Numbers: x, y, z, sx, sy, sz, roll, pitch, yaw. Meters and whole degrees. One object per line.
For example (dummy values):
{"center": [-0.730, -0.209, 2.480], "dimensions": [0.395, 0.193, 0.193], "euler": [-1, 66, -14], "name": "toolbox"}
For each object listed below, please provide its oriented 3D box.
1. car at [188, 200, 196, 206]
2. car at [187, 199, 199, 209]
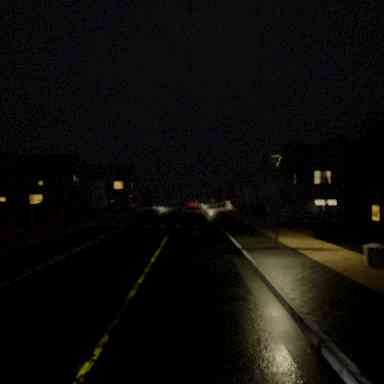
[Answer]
{"center": [0.035, 2.680, 81.457], "dimensions": [1.895, 1.301, 4.718], "euler": [0, -1, 0], "name": "car"}
{"center": [0.125, 2.081, 58.649], "dimensions": [2.097, 1.767, 4.553], "euler": [0, -1, 0], "name": "car"}
